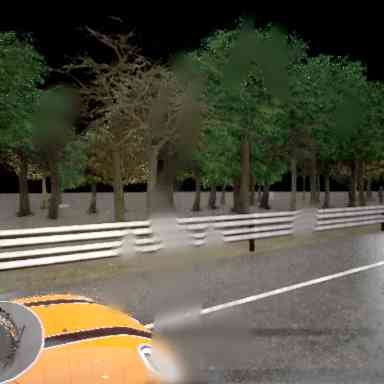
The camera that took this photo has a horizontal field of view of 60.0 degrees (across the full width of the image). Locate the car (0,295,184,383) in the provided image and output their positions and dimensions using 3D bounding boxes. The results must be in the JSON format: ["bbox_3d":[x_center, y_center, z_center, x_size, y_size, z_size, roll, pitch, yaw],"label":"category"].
[{"bbox_3d":[-2.243,1.357,2.150,4.553,1.767,2.097,-1,0,-35],"label":"car"}]
